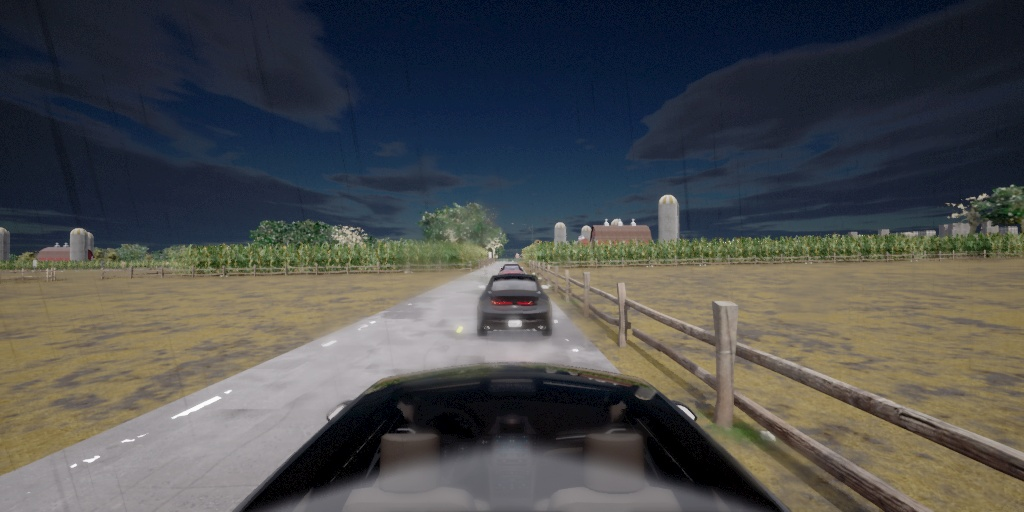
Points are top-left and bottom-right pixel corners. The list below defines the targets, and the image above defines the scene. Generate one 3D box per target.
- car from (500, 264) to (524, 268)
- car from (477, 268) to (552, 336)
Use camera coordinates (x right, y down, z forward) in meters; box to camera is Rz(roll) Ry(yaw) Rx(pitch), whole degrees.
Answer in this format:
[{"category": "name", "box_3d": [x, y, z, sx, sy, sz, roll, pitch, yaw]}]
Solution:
[{"category": "car", "box_3d": [-0.028, 1.295, 27.265, 1.994, 1.385, 4.181, 0, 0, 0]}, {"category": "car", "box_3d": [0.058, 1.253, 10.367, 1.837, 1.490, 4.892, 0, 0, 0]}]
